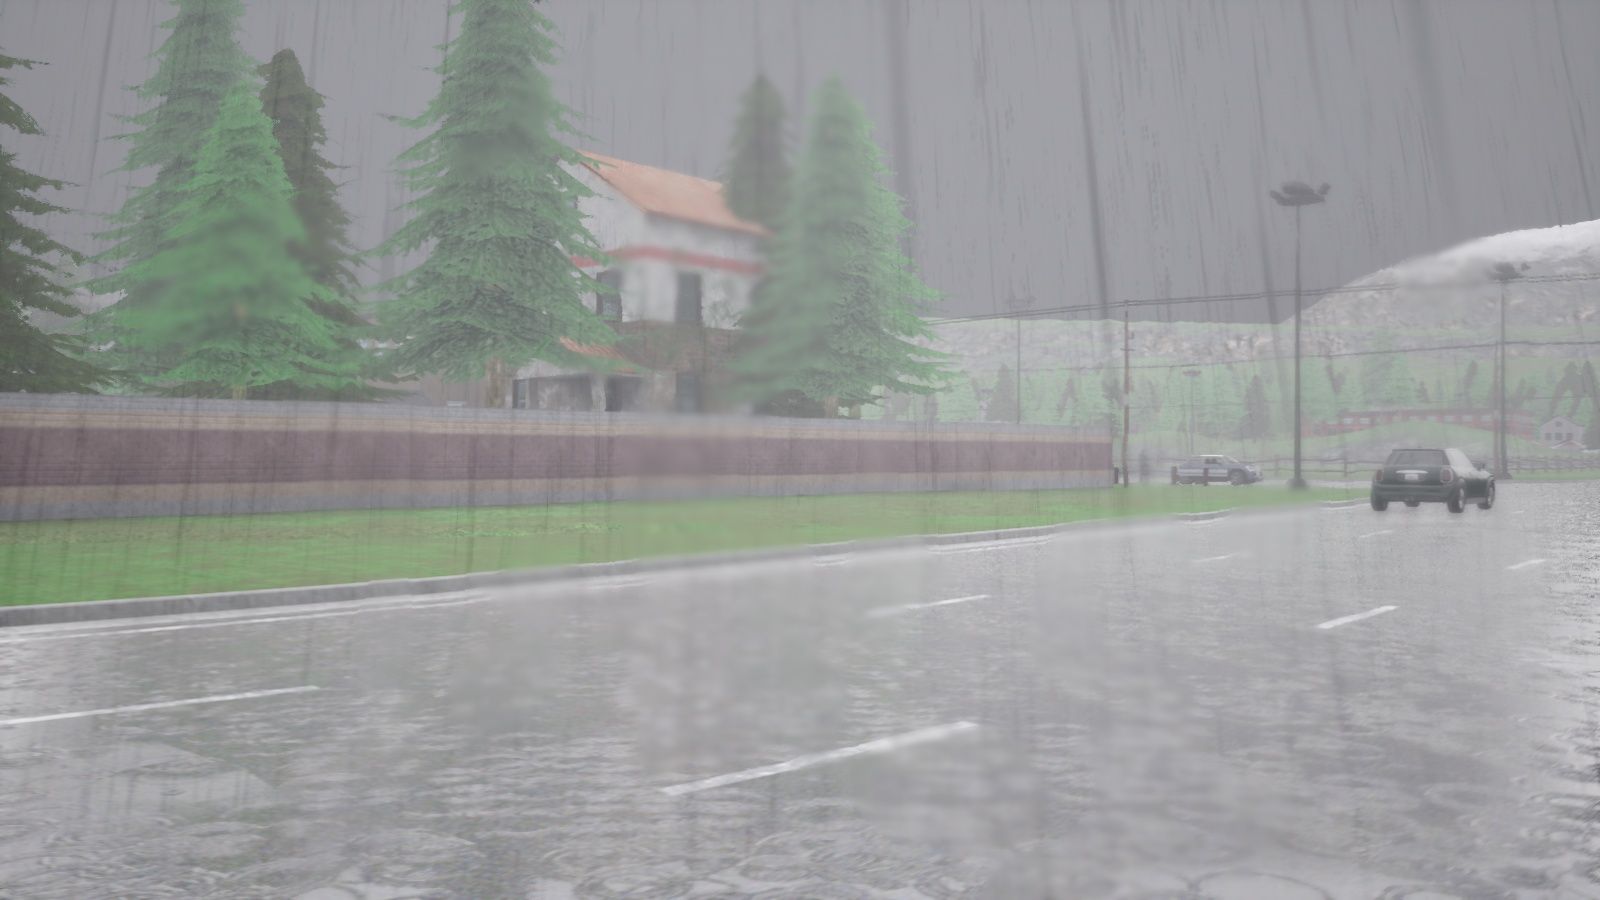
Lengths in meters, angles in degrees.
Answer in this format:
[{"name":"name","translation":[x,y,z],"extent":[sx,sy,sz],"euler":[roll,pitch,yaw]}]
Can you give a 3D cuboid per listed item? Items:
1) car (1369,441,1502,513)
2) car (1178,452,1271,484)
[{"name":"car","translation":[16.827,0.662,33.139],"extent":[2.097,1.767,4.553],"euler":[0,0,41]},{"name":"car","translation":[20.481,0.844,60.598],"extent":[3.806,1.475,1.970],"euler":[0,0,40]}]
